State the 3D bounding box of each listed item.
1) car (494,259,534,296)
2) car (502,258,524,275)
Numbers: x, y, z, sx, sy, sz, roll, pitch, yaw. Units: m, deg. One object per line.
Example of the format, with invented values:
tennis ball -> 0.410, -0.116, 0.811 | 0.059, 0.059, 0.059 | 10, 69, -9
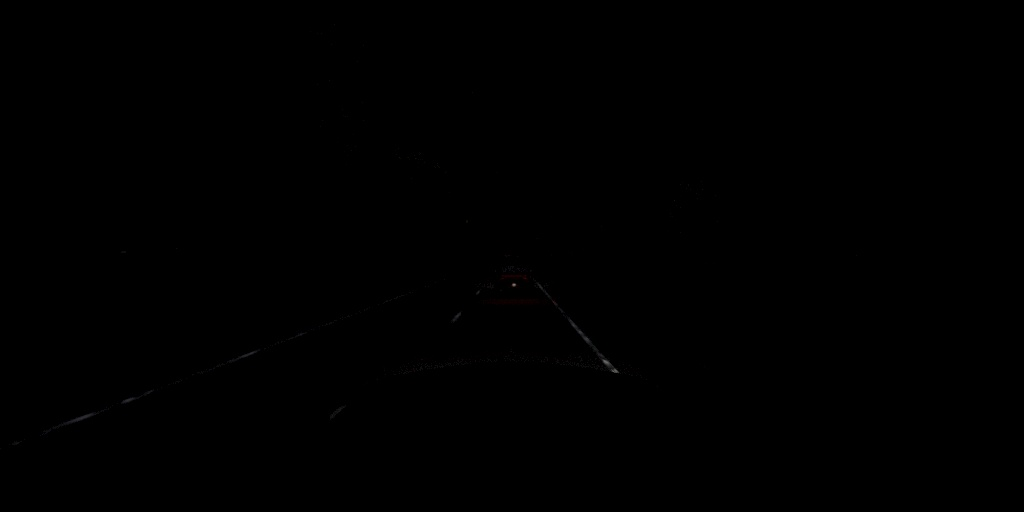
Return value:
car -> 0.091, 1.124, 18.614 | 1.882, 1.535, 5.008 | 0, 0, 0
car -> 0.083, 1.026, 37.187 | 2.128, 1.511, 4.902 | 0, 0, 0
